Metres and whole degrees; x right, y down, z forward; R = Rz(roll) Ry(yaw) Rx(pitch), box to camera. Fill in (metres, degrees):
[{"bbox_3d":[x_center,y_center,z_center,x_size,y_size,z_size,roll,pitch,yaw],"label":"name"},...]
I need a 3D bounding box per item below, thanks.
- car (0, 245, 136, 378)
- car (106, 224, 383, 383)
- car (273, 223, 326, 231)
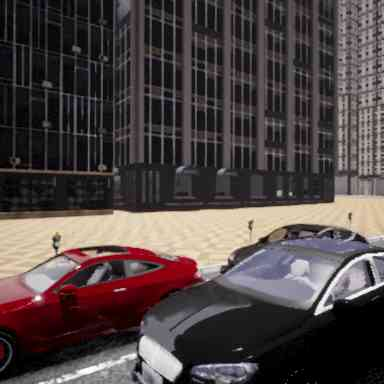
[{"bbox_3d":[-1.696,1.573,5.340,4.206,1.307,1.802,0,1,-36],"label":"car"},{"bbox_3d":[1.617,1.469,4.534,4.902,1.511,2.128,0,0,-36],"label":"car"},{"bbox_3d":[2.895,1.524,8.620,4.313,1.339,1.947,0,1,-36],"label":"car"}]
